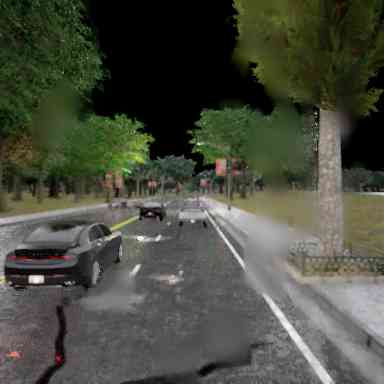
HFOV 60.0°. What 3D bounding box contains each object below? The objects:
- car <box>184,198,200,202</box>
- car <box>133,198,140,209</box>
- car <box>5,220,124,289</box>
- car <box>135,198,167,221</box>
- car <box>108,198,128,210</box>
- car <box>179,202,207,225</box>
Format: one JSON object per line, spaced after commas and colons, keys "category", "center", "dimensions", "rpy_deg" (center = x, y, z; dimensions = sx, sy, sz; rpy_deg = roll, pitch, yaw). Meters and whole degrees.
{"category": "car", "center": [0.019, 1.513, 42.569], "dimensions": [2.128, 1.511, 4.902], "rpy_deg": [0, 0, 0]}
{"category": "car", "center": [-6.598, 1.532, 44.475], "dimensions": [1.837, 1.490, 4.892], "rpy_deg": [0, 0, 0]}
{"category": "car", "center": [-3.167, 1.528, 9.179], "dimensions": [1.837, 1.490, 4.892], "rpy_deg": [0, 0, 0]}
{"category": "car", "center": [-3.202, 1.508, 27.914], "dimensions": [1.882, 1.535, 5.008], "rpy_deg": [0, 0, 0]}
{"category": "car", "center": [-9.848, 1.519, 44.463], "dimensions": [2.128, 1.511, 4.902], "rpy_deg": [0, 0, 0]}
{"category": "car", "center": [0.052, 1.631, 24.229], "dimensions": [1.895, 1.301, 4.718], "rpy_deg": [0, 0, 0]}
